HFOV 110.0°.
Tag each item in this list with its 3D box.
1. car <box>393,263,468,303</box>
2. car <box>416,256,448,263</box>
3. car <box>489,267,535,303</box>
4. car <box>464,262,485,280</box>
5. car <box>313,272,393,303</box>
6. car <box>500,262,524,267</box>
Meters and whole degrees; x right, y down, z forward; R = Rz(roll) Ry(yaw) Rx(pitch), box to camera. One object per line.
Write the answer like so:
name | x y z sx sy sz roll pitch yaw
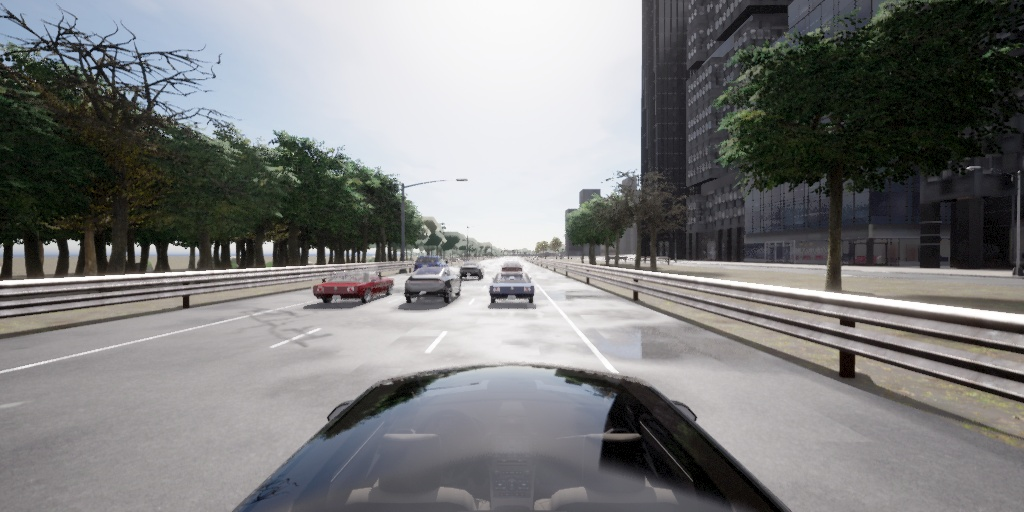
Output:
car | -3.499 1.241 16.500 2.128 1.511 4.902 0 0 0
car | -6.999 0.996 31.530 2.150 2.045 5.566 0 0 0
car | 0.001 1.362 16.530 1.895 1.301 4.718 0 0 0
car | -3.499 1.255 31.500 1.837 1.490 4.892 0 0 0
car | -6.999 1.362 16.530 1.895 1.301 4.718 0 0 0
car | 0.001 1.223 31.500 1.882 1.535 5.008 0 0 0
